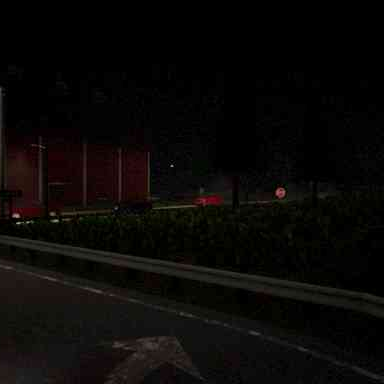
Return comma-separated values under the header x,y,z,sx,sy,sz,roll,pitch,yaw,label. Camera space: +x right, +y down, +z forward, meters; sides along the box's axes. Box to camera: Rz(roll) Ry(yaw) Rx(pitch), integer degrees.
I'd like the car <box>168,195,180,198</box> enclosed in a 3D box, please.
x,y,z,sx,sy,sz,roll,pitch,yaw,label
-4.716,1.531,85.606,1.816,1.474,4.193,0,0,36,car

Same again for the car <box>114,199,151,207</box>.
x,y,z,sx,sy,sz,roll,pitch,yaw,label
-6.539,1.517,36.991,2.128,1.511,4.902,0,0,36,car

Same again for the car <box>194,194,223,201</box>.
x,y,z,sx,sy,sz,roll,pitch,yaw,label
2.472,1.247,49.194,2.150,2.045,5.566,0,0,37,car

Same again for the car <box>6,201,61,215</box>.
x,y,z,sx,sy,sz,roll,pitch,yaw,label
-13.434,1.504,27.631,1.882,1.535,5.008,0,0,36,car
